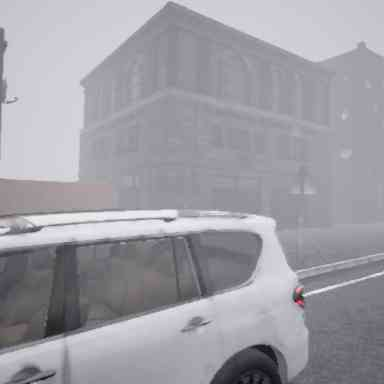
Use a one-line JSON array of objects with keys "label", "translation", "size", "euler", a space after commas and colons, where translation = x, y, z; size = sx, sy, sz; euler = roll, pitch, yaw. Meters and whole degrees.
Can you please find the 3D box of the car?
[{"label": "car", "translation": [-1.395, 1.212, 2.688], "size": [5.566, 2.045, 2.150], "euler": [0, 0, -35]}]
